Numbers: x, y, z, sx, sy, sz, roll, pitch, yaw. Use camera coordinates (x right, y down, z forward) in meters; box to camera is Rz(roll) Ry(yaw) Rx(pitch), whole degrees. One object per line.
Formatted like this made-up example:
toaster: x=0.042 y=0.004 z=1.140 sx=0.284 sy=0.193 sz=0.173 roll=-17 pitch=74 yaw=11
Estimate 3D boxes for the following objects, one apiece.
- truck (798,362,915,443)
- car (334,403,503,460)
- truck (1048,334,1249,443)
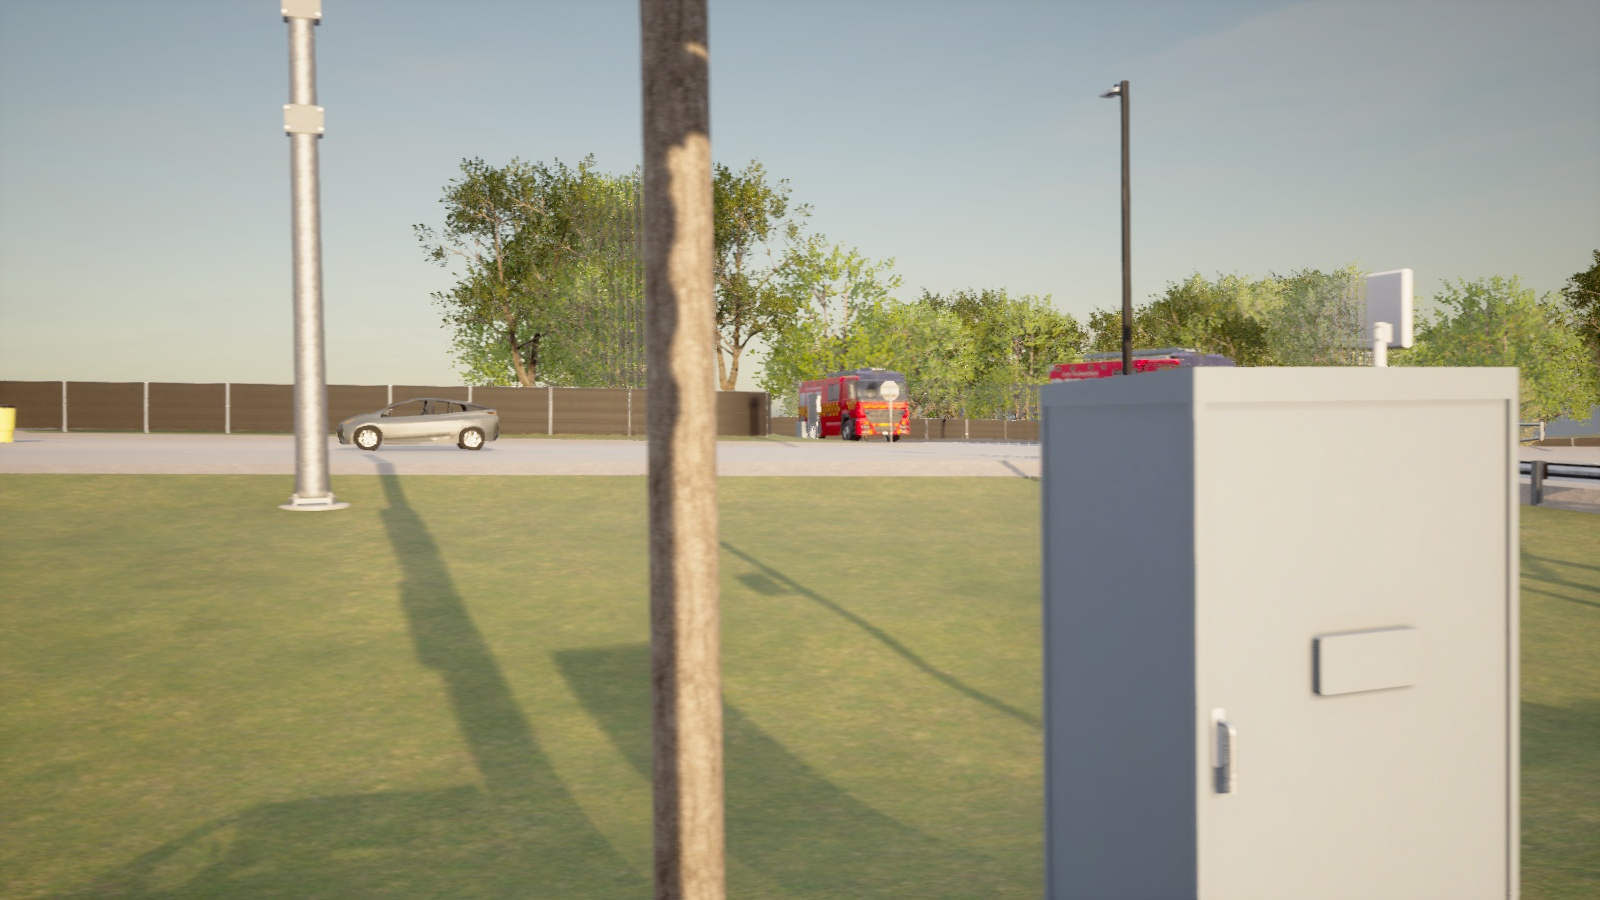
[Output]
truck: x=2.783 y=-2.354 z=65.609 sx=2.891 sy=3.827 sz=8.468 roll=-2 pitch=0 yaw=-21
car: x=-11.017 y=-0.539 z=36.248 sx=4.514 sy=1.525 sz=2.007 roll=-1 pitch=1 yaw=-20
truck: x=13.210 y=-2.247 z=48.637 sx=2.891 sy=3.827 sz=8.468 roll=-1 pitch=1 yaw=-23
